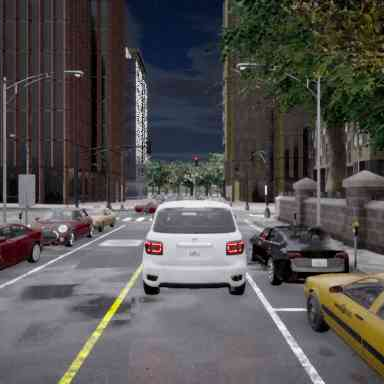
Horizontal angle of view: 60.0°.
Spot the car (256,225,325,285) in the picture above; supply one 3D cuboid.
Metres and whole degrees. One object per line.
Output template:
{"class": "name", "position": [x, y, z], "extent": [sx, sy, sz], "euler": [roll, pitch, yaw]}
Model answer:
{"class": "car", "position": [2.752, 1.566, 9.261], "extent": [1.947, 1.339, 4.313], "euler": [0, 0, 0]}

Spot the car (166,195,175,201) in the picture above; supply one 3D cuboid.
{"class": "car", "position": [-5.847, 1.586, 90.199], "extent": [2.008, 1.369, 4.403], "euler": [0, 0, 0]}

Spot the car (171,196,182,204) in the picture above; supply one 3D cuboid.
{"class": "car", "position": [-3.084, 1.583, 67.007], "extent": [1.994, 1.385, 4.181], "euler": [0, 0, 1]}

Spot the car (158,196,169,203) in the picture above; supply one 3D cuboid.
{"class": "car", "position": [-5.827, 1.602, 68.448], "extent": [1.802, 1.307, 4.206], "euler": [0, 0, 0]}

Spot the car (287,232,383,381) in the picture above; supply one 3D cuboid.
{"class": "car", "position": [2.757, 1.525, 3.975], "extent": [1.752, 1.417, 4.829], "euler": [0, 0, 0]}

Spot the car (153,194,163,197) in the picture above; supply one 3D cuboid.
{"class": "car", "position": [-5.817, 1.329, 57.573], "extent": [2.192, 1.841, 5.009], "euler": [0, 0, 0]}

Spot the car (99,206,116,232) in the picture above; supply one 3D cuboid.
{"class": "car", "position": [-5.783, 1.527, 19.995], "extent": [1.752, 1.417, 4.829], "euler": [0, 0, 0]}

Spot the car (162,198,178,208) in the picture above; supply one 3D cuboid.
{"class": "car", "position": [-3.140, 1.574, 48.138], "extent": [1.994, 1.385, 4.181], "euler": [0, 0, 0]}

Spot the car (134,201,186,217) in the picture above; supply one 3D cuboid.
{"class": "car", "position": [-2.959, 1.575, 31.653], "extent": [4.718, 1.301, 1.895], "euler": [1, 0, 0]}

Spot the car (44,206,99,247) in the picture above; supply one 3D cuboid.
{"class": "car", "position": [-5.778, 1.441, 14.709], "extent": [1.967, 1.590, 4.097], "euler": [0, 0, 0]}

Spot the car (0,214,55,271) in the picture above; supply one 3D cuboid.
{"class": "car", "position": [-5.773, 1.545, 9.252], "extent": [1.887, 1.381, 4.507], "euler": [0, 0, 0]}

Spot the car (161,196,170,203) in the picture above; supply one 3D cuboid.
{"class": "car", "position": [-5.832, 1.549, 73.716], "extent": [1.752, 1.417, 4.829], "euler": [0, 0, 0]}

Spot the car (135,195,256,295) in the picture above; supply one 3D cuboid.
{"class": "car", "position": [0.058, 1.222, 8.852], "extent": [2.150, 2.045, 5.566], "euler": [0, 0, 0]}

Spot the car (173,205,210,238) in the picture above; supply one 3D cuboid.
{"class": "car", "position": [0.006, 1.527, 18.496], "extent": [1.812, 1.442, 4.674], "euler": [0, 0, 0]}

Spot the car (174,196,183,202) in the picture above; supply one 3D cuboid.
{"class": "car", "position": [-3.072, 1.559, 77.346], "extent": [2.033, 1.411, 5.357], "euler": [0, 0, 0]}

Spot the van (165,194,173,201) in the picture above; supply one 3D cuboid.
{"class": "van", "position": [-5.842, 1.372, 84.761], "extent": [1.690, 1.788, 3.998], "euler": [0, 0, 0]}
